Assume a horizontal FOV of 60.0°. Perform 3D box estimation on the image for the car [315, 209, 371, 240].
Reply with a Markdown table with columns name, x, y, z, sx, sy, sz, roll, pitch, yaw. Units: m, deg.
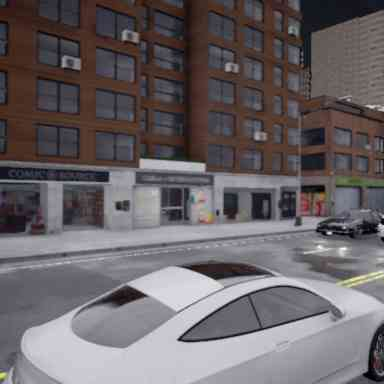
| name | x | y | z | sx | sy | sz | roll | pitch | yaw |
| --- | --- | --- | --- | --- | --- | --- | --- | --- | --- |
| car | 9.004 | 1.668 | 18.096 | 5.357 | 1.411 | 2.033 | 0 | 0 | -36 |

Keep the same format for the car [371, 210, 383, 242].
| name | x | y | z | sx | sy | sz | roll | pitch | yaw |
| --- | --- | --- | --- | --- | --- | --- | --- | --- | --- |
| car | 10.934 | 1.343 | 15.479 | 5.566 | 2.045 | 2.150 | 1 | 0 | -35 |

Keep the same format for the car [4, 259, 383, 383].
| name | x | y | z | sx | sy | sz | roll | pitch | yaw |
| --- | --- | --- | --- | --- | --- | --- | --- | --- | --- |
| car | 0.527 | 1.542 | 3.816 | 4.674 | 1.442 | 1.812 | 0 | 0 | -36 |
